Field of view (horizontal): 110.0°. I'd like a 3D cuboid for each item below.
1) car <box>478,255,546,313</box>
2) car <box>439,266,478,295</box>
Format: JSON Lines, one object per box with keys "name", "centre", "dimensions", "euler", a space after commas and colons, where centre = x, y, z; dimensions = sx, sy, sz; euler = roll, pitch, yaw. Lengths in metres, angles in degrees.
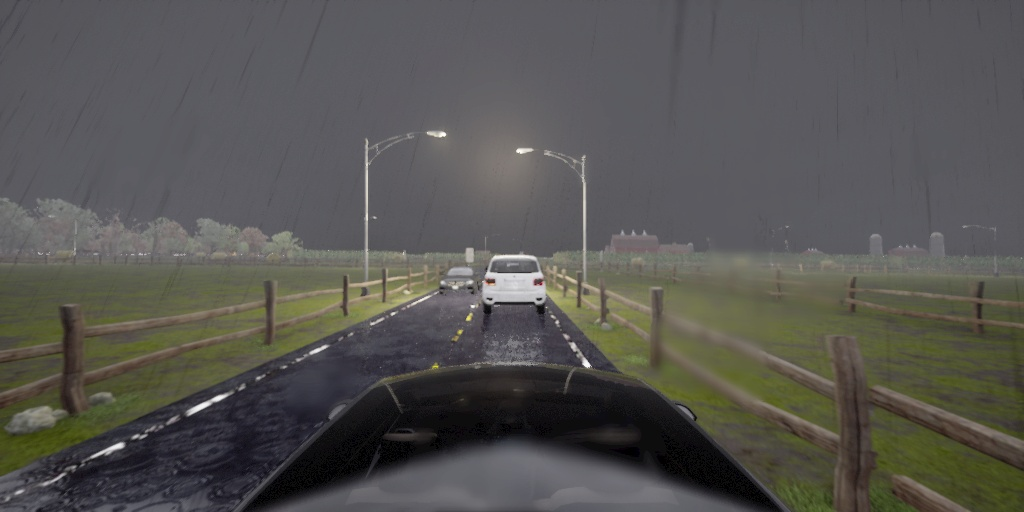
{"name": "car", "centre": [0.083, 0.994, 14.227], "dimensions": [2.150, 2.045, 5.566], "euler": [0, 0, 0]}
{"name": "car", "centre": [-2.789, 1.307, 20.040], "dimensions": [1.812, 1.442, 4.674], "euler": [0, 0, 0]}
